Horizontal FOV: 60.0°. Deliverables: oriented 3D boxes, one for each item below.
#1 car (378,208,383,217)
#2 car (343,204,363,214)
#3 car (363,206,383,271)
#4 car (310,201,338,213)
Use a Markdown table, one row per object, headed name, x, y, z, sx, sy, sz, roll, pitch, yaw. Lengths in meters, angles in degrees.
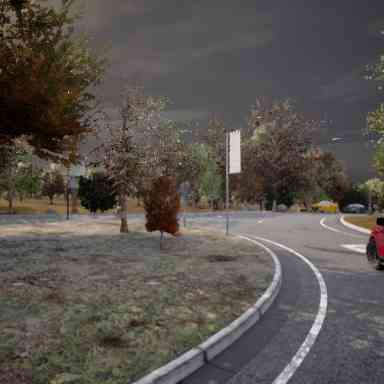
| name | x | y | z | sx | sy | sz | roll | pitch | yaw |
| --- | --- | --- | --- | --- | --- | --- | --- | --- | --- |
| car | 35.370 | 3.783 | 59.876 | 4.892 | 1.490 | 1.837 | 7 | -5 | -43 |
| car | 24.260 | 2.532 | 49.441 | 4.892 | 1.490 | 1.837 | 6 | -4 | -43 |
| car | 5.785 | 1.233 | 7.658 | 2.150 | 2.045 | 5.566 | 0 | 0 | 16 |
| car | 16.871 | 1.896 | 42.458 | 5.008 | 1.535 | 1.882 | 4 | -2 | -43 |
